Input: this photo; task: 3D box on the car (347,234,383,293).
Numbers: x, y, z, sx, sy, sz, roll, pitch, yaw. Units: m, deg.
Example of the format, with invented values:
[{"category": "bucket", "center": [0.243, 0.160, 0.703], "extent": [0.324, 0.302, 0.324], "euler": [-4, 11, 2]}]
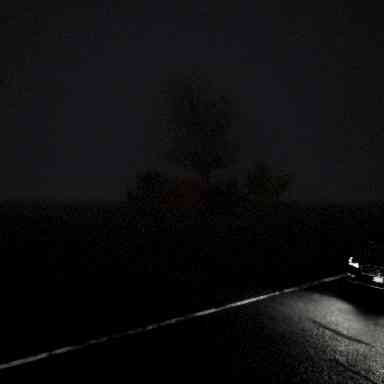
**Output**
[{"category": "car", "center": [5.695, 1.500, 8.056], "extent": [4.892, 1.490, 1.837], "euler": [0, 0, -35]}]
